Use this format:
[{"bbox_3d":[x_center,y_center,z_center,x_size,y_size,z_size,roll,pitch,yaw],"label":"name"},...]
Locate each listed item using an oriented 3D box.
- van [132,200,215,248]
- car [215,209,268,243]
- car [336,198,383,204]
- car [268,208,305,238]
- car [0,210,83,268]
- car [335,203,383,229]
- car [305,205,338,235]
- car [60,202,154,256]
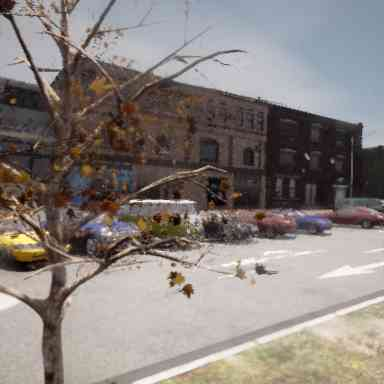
[{"bbox_3d":[-1.462,1.327,14.900,4.442,1.987,1.878,-1,-2,35],"label":"van"},{"bbox_3d":[0.927,1.586,16.677,4.892,1.521,2.231,-1,-2,35],"label":"car"},{"bbox_3d":[13.554,1.489,24.996,5.566,2.045,2.435,-1,-2,37],"label":"car"},{"bbox_3d":[3.431,1.656,18.362,4.674,1.452,2.002,-1,-1,36],"label":"car"},{"bbox_3d":[-6.352,1.486,11.389,5.366,1.575,1.946,-1,-1,34],"label":"car"},{"bbox_3d":[10.988,1.749,23.362,4.674,1.452,2.002,-1,-1,37],"label":"car"},{"bbox_3d":[5.939,1.687,20.051,4.674,1.452,2.002,-1,-2,36],"label":"car"},{"bbox_3d":[-4.062,1.397,13.256,4.553,1.767,2.185,-1,-1,35],"label":"car"}]
